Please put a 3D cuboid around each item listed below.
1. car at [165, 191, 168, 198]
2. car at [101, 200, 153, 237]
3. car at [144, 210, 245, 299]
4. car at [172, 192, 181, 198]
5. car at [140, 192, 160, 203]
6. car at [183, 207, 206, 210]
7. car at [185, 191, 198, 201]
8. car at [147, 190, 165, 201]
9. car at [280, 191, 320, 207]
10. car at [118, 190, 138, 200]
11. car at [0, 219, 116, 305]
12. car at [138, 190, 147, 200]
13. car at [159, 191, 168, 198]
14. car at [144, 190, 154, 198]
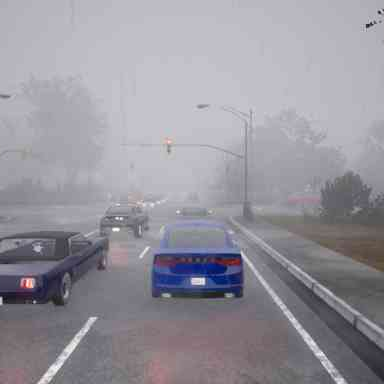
[{"bbox_3d":[-6.982,0.957,74.243,1.895,1.301,4.718,0,1,-1],"label":"car"},{"bbox_3d":[-3.373,1.402,17.194,1.837,1.490,4.892,0,0,0],"label":"car"},{"bbox_3d":[0.114,1.446,8.488,1.882,1.535,5.008,0,0,0],"label":"car"},{"bbox_3d":[-3.854,0.741,85.559,2.033,1.411,5.357,0,1,-4],"label":"car"},{"bbox_3d":[-7.005,1.127,55.409,1.994,1.385,4.181,0,1,0],"label":"car"},{"bbox_3d":[0.127,1.459,17.470,1.994,1.385,4.181,0,0,0],"label":"car"},{"bbox_3d":[0.171,0.792,67.757,2.097,1.767,4.553,0,1,0],"label":"car"},{"bbox_3d":[-6.963,0.956,64.218,1.882,1.535,5.008,0,1,0],"label":"car"},{"bbox_3d":[14.184,0.895,42.802,5.566,2.045,2.150,0,1,-6],"label":"car"},{"bbox_3d":[-10.534,0.930,53.800,2.097,1.767,4.553,0,0,1],"label":"car"},{"bbox_3d":[-3.387,1.573,7.942,1.895,1.301,4.718,0,0,0],"label":"car"},{"bbox_3d":[-10.461,0.709,63.383,2.150,2.045,5.566,0,1,0],"label":"car"},{"bbox_3d":[-7.299,0.571,84.477,2.097,1.767,4.553,0,1,-3],"label":"car"},{"bbox_3d":[-10.789,0.445,84.178,2.150,2.045,5.566,0,1,-3],"label":"car"}]
